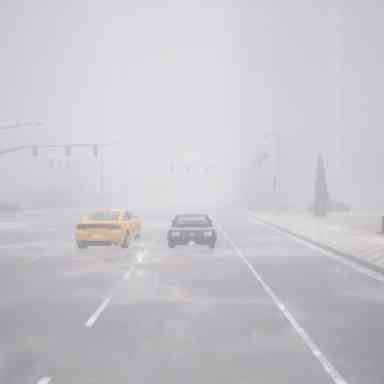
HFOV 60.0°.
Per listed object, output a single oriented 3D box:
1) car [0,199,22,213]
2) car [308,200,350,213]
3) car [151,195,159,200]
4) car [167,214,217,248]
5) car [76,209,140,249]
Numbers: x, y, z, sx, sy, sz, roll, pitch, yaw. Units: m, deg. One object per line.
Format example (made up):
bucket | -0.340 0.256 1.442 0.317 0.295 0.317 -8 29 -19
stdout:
car | -21.142 1.458 36.307 4.674 1.442 1.812 0 0 0
car | 14.783 1.495 36.073 4.181 1.385 1.994 0 0 0
car | -10.179 1.486 92.263 2.033 1.411 5.357 0 0 1
car | 0.000 1.614 14.680 1.895 1.301 4.718 0 0 0
car | -3.500 1.483 14.650 1.882 1.535 5.008 0 0 0
